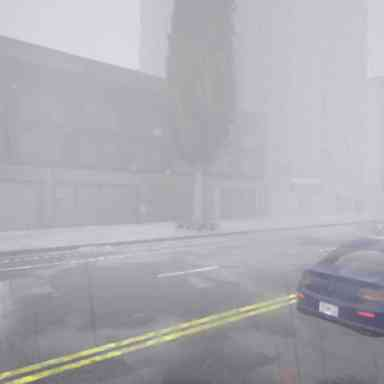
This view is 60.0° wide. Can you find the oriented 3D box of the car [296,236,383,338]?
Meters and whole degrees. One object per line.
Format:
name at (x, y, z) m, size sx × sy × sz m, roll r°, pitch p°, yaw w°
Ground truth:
car at (3.872, 1.559, 6.201) m, size 4.674 × 1.442 × 1.812 m, roll 0°, pitch 0°, yaw -35°
